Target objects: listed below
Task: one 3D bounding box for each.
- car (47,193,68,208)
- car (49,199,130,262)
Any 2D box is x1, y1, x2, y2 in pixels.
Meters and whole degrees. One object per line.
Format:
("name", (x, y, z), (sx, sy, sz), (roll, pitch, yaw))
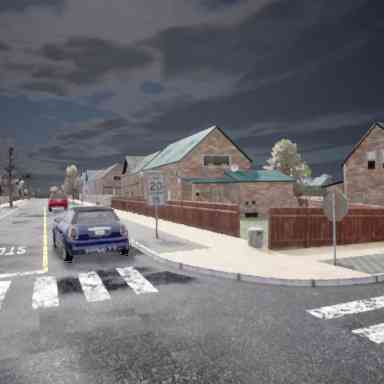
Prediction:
("car", (-16.429, 1.191, 40.777), (2.150, 2.045, 5.566), (-2, 0, -24))
("car", (-3.925, 1.321, 12.484), (2.097, 1.767, 4.553), (-1, 1, -28))
